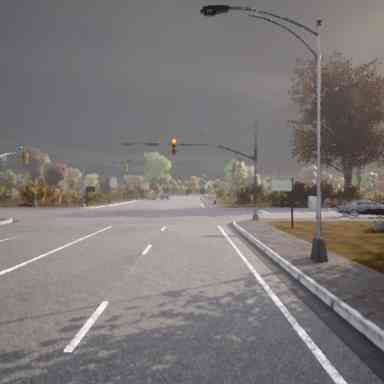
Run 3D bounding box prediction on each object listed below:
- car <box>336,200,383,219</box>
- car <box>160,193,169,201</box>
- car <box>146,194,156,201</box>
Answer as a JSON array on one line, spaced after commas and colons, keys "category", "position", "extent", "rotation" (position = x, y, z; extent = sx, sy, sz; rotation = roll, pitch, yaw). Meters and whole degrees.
[{"category": "car", "position": [15.120, 1.438, 28.782], "extent": [4.902, 1.511, 2.128], "rotation": [0, 0, 3]}, {"category": "car", "position": [-6.994, 1.216, 85.488], "extent": [2.150, 2.045, 5.566], "rotation": [0, 0, 0]}, {"category": "car", "position": [-10.494, 1.346, 85.558], "extent": [2.097, 1.767, 4.553], "rotation": [0, 0, 0]}]
